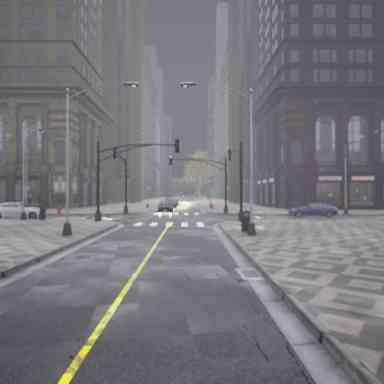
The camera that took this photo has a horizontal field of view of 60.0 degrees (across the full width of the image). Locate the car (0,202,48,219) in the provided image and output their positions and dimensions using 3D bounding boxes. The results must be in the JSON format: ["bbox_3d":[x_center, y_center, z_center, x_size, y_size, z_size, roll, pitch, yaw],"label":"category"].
[{"bbox_3d":[-15.036,1.623,28.857,4.674,1.442,1.812,0,0,-2],"label":"car"}]

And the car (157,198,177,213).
[{"bbox_3d":[-3.240,1.753,40.847,2.033,1.411,5.357,0,0,-4],"label":"car"}]

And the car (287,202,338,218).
[{"bbox_3d":[11.662,1.724,32.234,4.674,1.442,1.812,0,0,1],"label":"car"}]

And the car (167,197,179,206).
[{"bbox_3d":[-3.445,1.617,52.482,2.097,1.767,4.553,0,0,0],"label":"car"}]

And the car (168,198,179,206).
[{"bbox_3d":[-3.480,1.858,63.662,1.812,1.442,4.674,0,0,0],"label":"car"}]
